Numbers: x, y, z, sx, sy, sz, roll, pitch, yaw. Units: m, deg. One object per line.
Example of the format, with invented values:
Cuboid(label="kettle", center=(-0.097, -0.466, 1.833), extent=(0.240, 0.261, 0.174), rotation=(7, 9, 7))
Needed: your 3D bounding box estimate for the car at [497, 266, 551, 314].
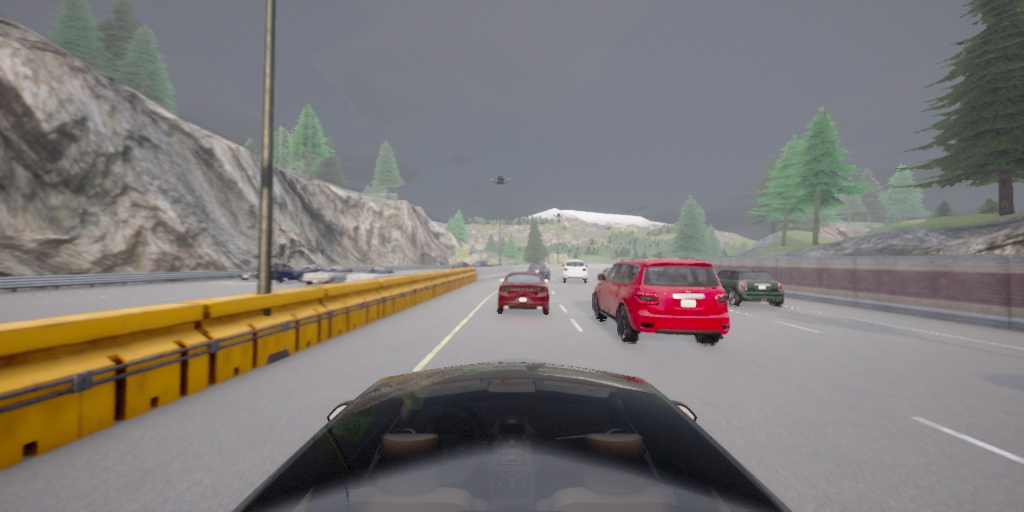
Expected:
Cuboid(label="car", center=(0.485, 1.370, 14.749), extent=(1.882, 1.535, 5.008), rotation=(1, -1, 3))

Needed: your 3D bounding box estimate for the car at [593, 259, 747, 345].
Cuboid(label="car", center=(3.806, 1.116, 10.190), extent=(2.150, 2.045, 5.566), rotation=(1, -1, 2))

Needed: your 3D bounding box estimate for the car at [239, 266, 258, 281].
Cuboid(label="car", center=(-19.613, 1.271, 29.085), extent=(1.812, 1.442, 4.674), rotation=(1, -1, 7))

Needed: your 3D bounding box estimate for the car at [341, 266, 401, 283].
Cuboid(label="car", center=(-9.522, 1.453, 24.991), extent=(1.895, 1.301, 4.718), rotation=(1, -1, 6))

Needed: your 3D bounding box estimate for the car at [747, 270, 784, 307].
Cuboid(label="car", center=(11.178, 1.436, 17.950), extent=(2.097, 1.767, 4.553), rotation=(1, -1, 3))

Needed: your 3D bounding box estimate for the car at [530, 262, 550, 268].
Cuboid(label="car", center=(2.611, 1.486, 34.926), extent=(2.097, 1.767, 4.553), rotation=(1, -1, 10))

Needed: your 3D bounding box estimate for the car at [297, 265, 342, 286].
Cuboid(label="car", center=(-12.933, 1.414, 26.091), extent=(1.895, 1.301, 4.718), rotation=(1, -1, 6))

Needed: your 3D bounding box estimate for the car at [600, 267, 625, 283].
Cuboid(label="car", center=(9.797, 1.809, 35.368), extent=(1.994, 1.385, 4.181), rotation=(1, -1, 10))

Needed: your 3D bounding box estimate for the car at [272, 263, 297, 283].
Cuboid(label="car", center=(-16.220, 1.388, 28.248), extent=(1.895, 1.301, 4.718), rotation=(1, -1, 6))

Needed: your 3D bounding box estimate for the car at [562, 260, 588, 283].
Cuboid(label="car", center=(5.996, 1.398, 34.181), extent=(2.150, 2.045, 5.566), rotation=(1, -1, 10))

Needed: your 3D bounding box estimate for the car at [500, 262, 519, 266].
Cuboid(label="car", center=(-0.116, 1.884, 65.088), extent=(1.882, 1.535, 5.008), rotation=(1, -1, 21))
